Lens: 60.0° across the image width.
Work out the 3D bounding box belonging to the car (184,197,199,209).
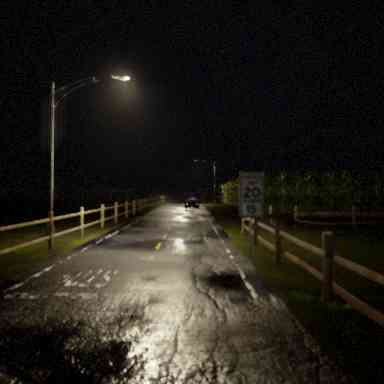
[{"bbox_3d":[-0.004,1.535,43.179,1.895,1.301,4.718,1,0,0],"label":"car"}]

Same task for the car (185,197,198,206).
[{"bbox_3d":[-0.007,1.475,53.154,1.994,1.385,4.181,1,0,0],"label":"car"}]
